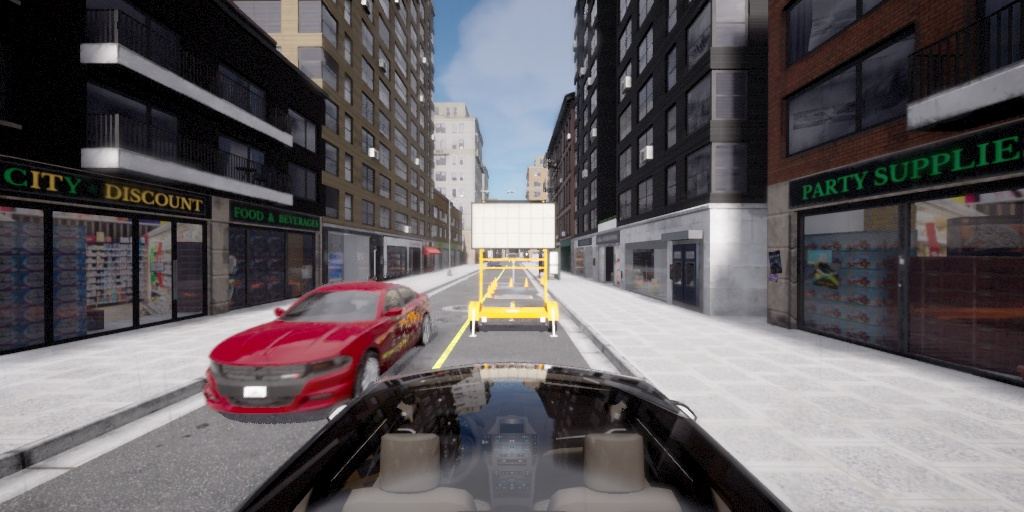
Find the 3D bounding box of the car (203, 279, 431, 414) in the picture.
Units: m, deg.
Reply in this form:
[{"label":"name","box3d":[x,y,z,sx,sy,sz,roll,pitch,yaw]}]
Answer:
[{"label":"car","box3d":[-2.823,1.227,6.452,1.882,1.535,5.008,0,0,0]}]

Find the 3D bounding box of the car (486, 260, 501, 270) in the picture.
[{"label":"car","box3d":[-2.606,1.284,51.520,1.994,1.385,4.181,0,0,0]}]

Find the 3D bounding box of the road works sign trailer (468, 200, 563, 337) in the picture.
[{"label":"road works sign trailer","box3d":[0.044,0.213,10.271,2.380,3.560,2.880,0,0,0]}]
